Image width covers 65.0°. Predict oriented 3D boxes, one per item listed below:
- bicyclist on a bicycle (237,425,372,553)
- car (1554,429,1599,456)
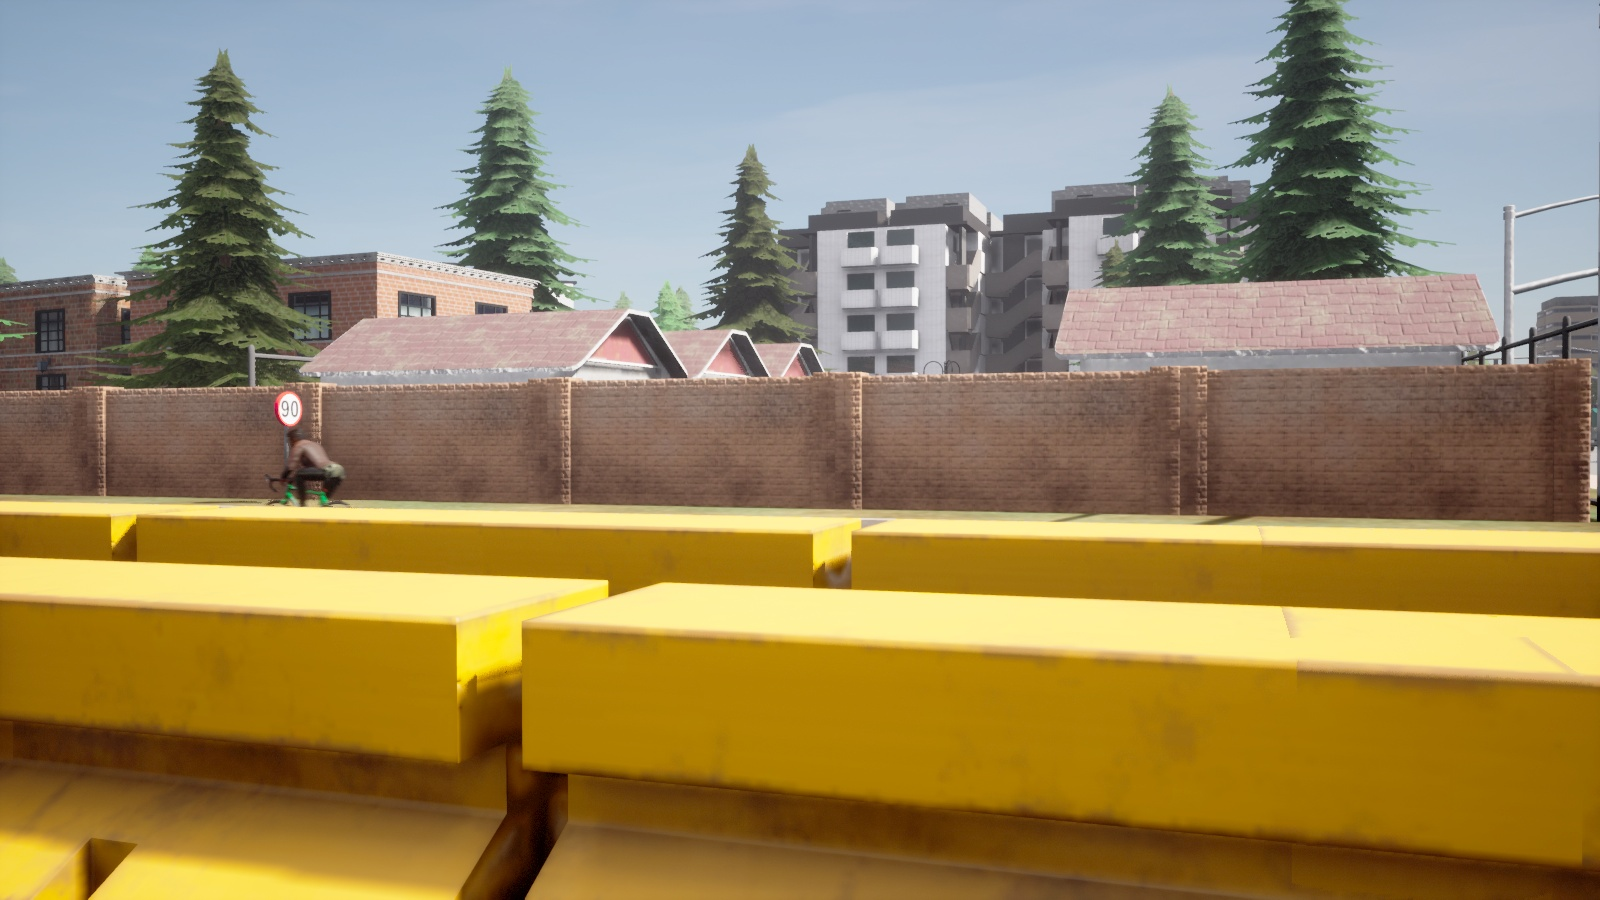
[{"bbox_3d":[-6.493,0.492,16.455,1.656,1.620,0.582,0,1,19],"label":"bicyclist on a bicycle"},{"bbox_3d":[50.152,-0.497,80.589,2.152,1.651,5.027,1,1,20],"label":"car"}]
